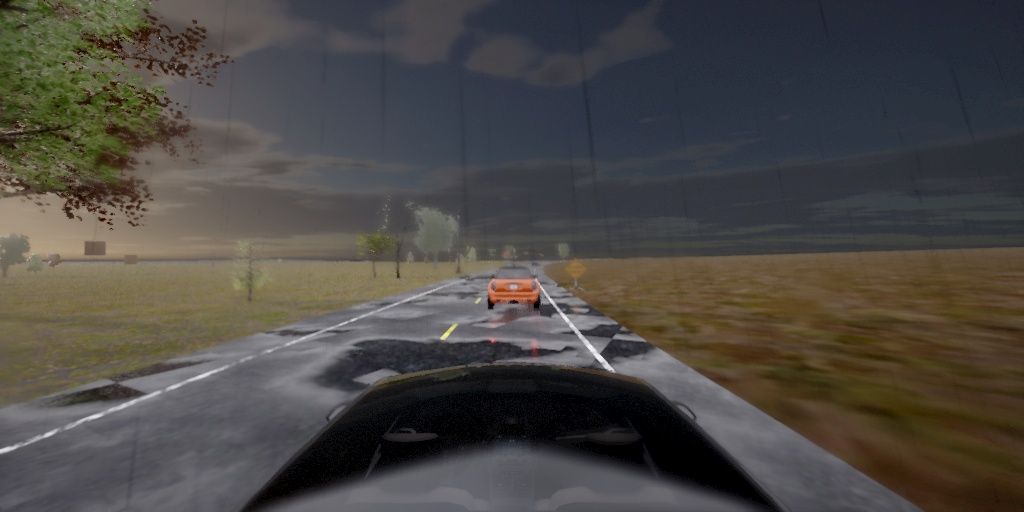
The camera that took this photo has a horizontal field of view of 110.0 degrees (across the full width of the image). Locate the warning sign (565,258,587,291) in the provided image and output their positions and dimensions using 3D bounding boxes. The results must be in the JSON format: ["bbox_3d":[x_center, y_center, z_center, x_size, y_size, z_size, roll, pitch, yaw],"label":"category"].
[{"bbox_3d":[3.750,1.047,20.975,1.300,1.860,1.060,0,0,1],"label":"warning sign"}]

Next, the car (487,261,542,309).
[{"bbox_3d":[0.106,1.234,15.890,2.097,1.767,4.553,0,-1,1],"label":"car"}]
